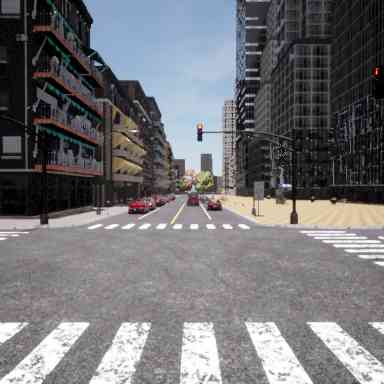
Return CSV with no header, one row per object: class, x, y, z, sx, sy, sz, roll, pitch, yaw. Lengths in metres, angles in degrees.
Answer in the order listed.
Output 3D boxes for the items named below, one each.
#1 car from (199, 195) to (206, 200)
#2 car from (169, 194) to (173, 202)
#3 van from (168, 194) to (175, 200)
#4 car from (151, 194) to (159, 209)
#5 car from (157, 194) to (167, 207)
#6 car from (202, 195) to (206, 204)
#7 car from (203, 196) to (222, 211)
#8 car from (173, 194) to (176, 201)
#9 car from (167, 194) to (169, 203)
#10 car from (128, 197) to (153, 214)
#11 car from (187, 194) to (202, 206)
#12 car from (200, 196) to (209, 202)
car,2.803,1.535,92.114,1.752,1.417,4.829,-1,0,0
car,-5.582,1.584,69.305,1.802,1.307,4.206,-1,0,0
van,-5.546,1.350,91.899,1.690,1.788,3.998,-1,0,0
car,-5.632,1.436,41.060,1.967,1.590,4.097,-1,0,0
car,-5.615,1.312,52.358,2.192,1.841,5.009,-1,0,0
car,2.755,1.551,63.698,2.008,1.369,4.403,-1,0,0
car,2.716,1.540,41.103,1.887,1.381,4.507,-1,0,0
car,-5.557,1.322,86.252,2.192,1.841,5.009,-1,0,0
car,-5.603,1.439,58.006,1.967,1.590,4.097,-1,0,0
car,-5.640,1.540,35.411,1.887,1.381,4.507,-1,0,0
car,0.196,1.476,55.519,1.882,1.535,5.008,0,0,0
car,2.775,1.548,74.997,1.887,1.381,4.507,-1,0,0
